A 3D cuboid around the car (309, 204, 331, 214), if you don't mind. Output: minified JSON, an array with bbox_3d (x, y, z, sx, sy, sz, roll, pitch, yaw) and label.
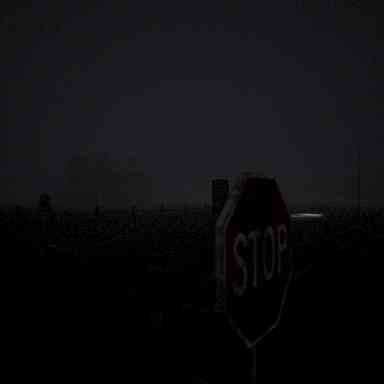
[{"bbox_3d":[18.079,2.336,46.944,1.895,1.301,4.718,-1,-1,35],"label":"car"}]
